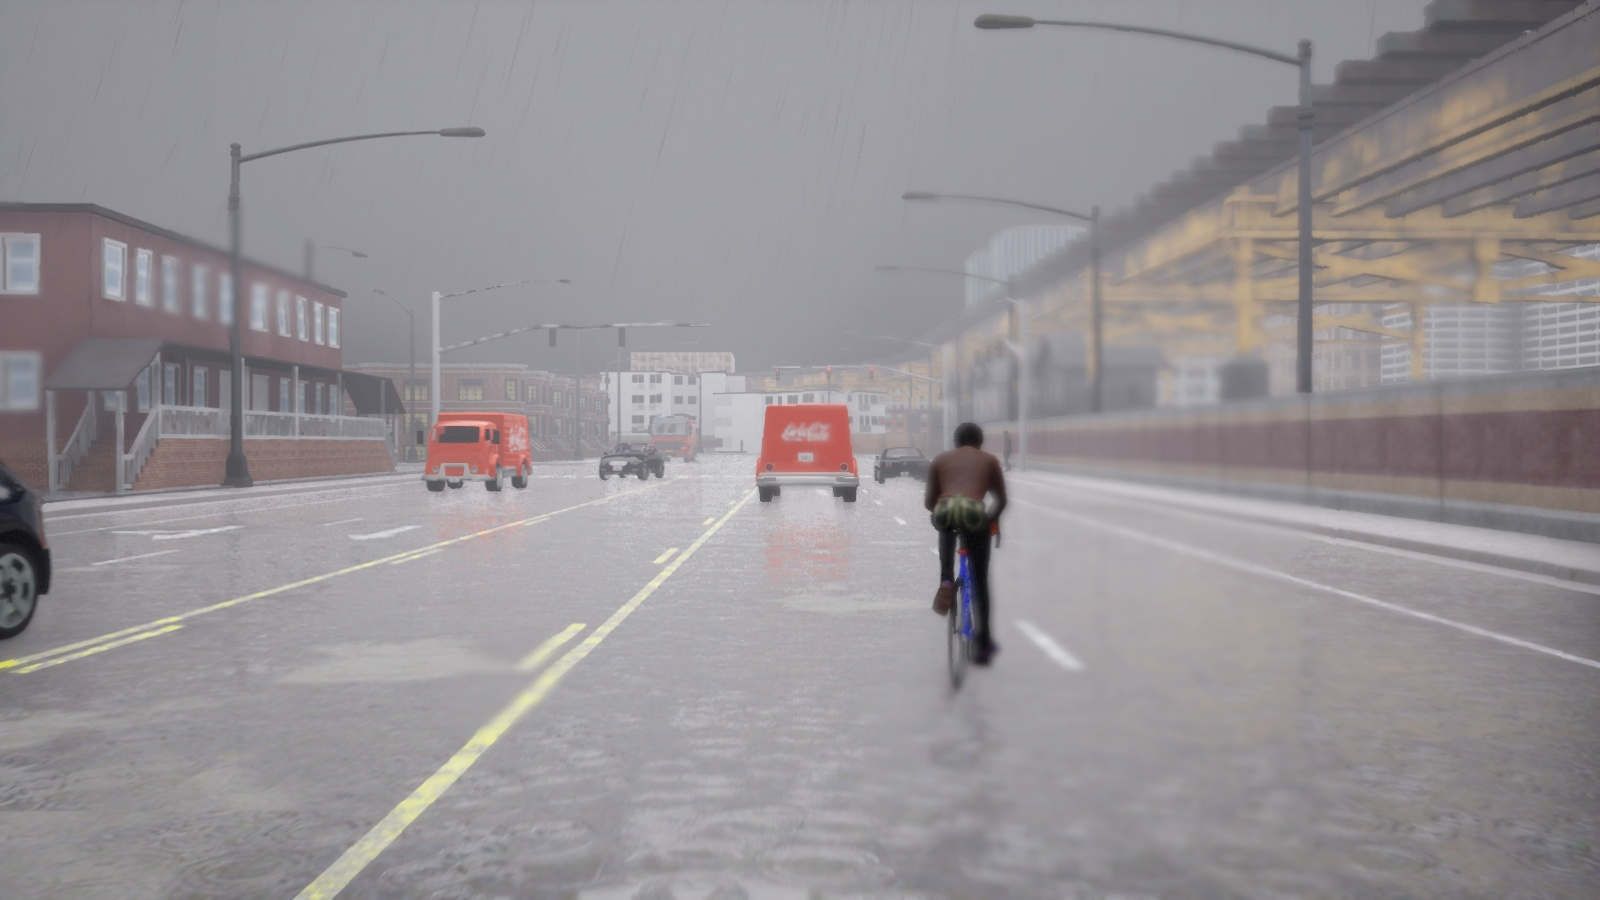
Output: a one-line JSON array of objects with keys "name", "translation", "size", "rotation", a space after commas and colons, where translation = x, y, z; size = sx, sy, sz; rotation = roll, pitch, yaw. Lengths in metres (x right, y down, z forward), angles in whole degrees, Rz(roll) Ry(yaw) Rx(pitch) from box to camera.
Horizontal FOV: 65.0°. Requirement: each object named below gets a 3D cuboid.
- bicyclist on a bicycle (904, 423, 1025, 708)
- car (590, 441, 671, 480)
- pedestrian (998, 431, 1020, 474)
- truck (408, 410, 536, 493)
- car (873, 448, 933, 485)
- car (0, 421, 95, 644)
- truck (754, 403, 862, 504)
[{"name": "bicyclist on a bicycle", "translation": [1.085, 0.655, 7.995], "size": [0.582, 1.620, 1.656], "rotation": [0, 0, 14]}, {"name": "car", "translation": [-6.906, 0.406, 51.762], "size": [2.128, 1.511, 4.902], "rotation": [0, 0, 7]}, {"name": "pedestrian", "translation": [8.901, 0.107, 53.494], "size": [0.328, 1.805, 0.869], "rotation": [0, 0, -43]}, {"name": "truck", "translation": [-10.253, 0.027, 39.758], "size": [2.627, 2.467, 5.204], "rotation": [0, 0, 0]}, {"name": "car", "translation": [3.787, 0.586, 46.867], "size": [1.895, 1.301, 4.718], "rotation": [0, 0, 0]}, {"name": "car", "translation": [-6.938, 0.624, 8.092], "size": [2.033, 1.649, 4.856], "rotation": [0, 1, 0]}, {"name": "truck", "translation": [0.208, 0.072, 33.264], "size": [2.627, 2.467, 5.204], "rotation": [0, 0, 0]}]
